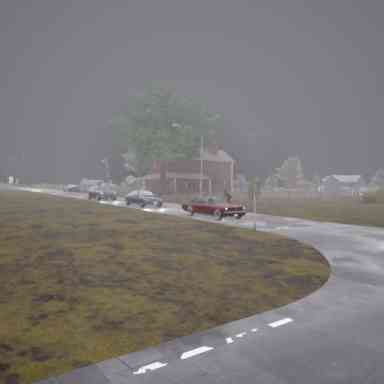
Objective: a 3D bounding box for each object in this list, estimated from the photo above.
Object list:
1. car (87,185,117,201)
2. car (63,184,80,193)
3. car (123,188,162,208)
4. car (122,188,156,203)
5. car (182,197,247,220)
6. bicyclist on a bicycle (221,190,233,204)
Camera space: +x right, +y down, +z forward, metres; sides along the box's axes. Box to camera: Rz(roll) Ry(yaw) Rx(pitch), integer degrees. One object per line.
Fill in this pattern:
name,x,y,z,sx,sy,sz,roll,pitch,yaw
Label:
car,-10.262,0.008,37.909,2.097,1.767,4.553,0,2,-36
car,-21.045,-0.596,58.061,1.812,1.442,4.674,0,2,-36
car,-4.424,0.545,29.721,1.812,1.442,4.674,0,2,-36
car,-6.012,0.297,37.017,1.812,1.442,4.674,0,2,-36
car,1.353,0.989,21.624,1.895,1.301,4.718,0,2,-36
bicyclist on a bicycle,3.070,0.651,29.522,1.656,1.620,0.582,0,2,-36
